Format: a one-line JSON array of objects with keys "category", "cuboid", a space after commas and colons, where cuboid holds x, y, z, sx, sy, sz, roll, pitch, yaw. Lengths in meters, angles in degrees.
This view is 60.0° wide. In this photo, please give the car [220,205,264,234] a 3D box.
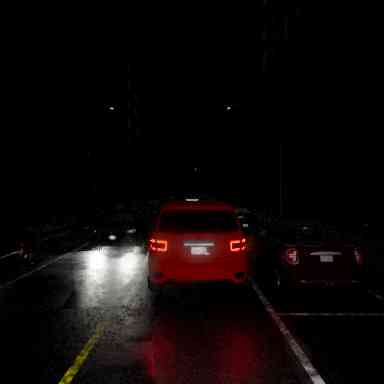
[{"category": "car", "cuboid": [2.863, 1.552, 20.001, 2.008, 1.369, 4.403, 0, 0, 0]}]

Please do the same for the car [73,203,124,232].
[{"category": "car", "cuboid": [-5.662, 1.567, 20.005, 1.947, 1.339, 4.313, 0, 0, 0]}]

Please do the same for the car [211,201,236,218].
[{"category": "car", "cuboid": [2.869, 1.569, 31.003, 1.947, 1.339, 4.313, 0, 0, 0]}]

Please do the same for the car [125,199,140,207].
[{"category": "car", "cuboid": [-5.657, 1.444, 31.008, 1.967, 1.590, 4.097, 0, 0, 0]}]

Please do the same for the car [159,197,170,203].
[{"category": "car", "cuboid": [-5.604, 1.626, 68.111, 1.802, 1.307, 4.206, 0, 0, 0]}]

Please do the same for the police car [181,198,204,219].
[{"category": "police car", "cuboid": [0.014, 1.428, 30.116, 1.930, 1.638, 5.238, 0, 0, 0]}]

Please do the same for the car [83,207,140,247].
[{"category": "car", "cuboid": [-3.089, 1.564, 14.845, 1.994, 1.385, 4.181, 0, 0, 0]}]

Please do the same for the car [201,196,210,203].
[{"category": "car", "cuboid": [2.933, 1.580, 73.673, 1.752, 1.417, 4.829, 0, 0, 0]}]

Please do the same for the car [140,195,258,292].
[{"category": "car", "cuboid": [0.108, 1.221, 9.082, 2.150, 2.045, 5.566, 0, 0, -1]}]

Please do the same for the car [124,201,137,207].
[{"category": "car", "cuboid": [-5.660, 1.584, 25.506, 1.802, 1.307, 4.206, 0, 0, 0]}]

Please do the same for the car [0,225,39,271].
[{"category": "car", "cuboid": [-5.667, 1.582, 9.002, 1.802, 1.307, 4.206, 0, 0, 0]}]

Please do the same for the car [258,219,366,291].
[{"category": "car", "cuboid": [2.858, 1.440, 8.998, 1.967, 1.590, 4.097, 0, 0, 0]}]

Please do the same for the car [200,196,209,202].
[{"category": "car", "cuboid": [2.946, 1.617, 78.911, 2.008, 1.369, 4.403, 0, 0, 0]}]

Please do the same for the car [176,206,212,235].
[{"category": "car", "cuboid": [0.108, 1.602, 19.852, 1.895, 1.301, 4.718, 0, 0, 0]}]
